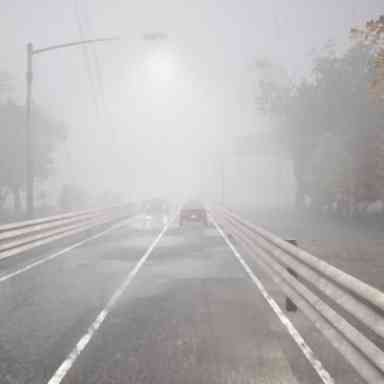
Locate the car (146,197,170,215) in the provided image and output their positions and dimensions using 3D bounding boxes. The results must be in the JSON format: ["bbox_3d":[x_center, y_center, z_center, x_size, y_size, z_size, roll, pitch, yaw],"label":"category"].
[{"bbox_3d":[-3.360,1.335,33.434,2.097,1.767,4.553,0,0,0],"label":"car"}]

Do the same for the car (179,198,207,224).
[{"bbox_3d":[0.092,1.465,24.335,1.882,1.535,5.008,0,0,0],"label":"car"}]

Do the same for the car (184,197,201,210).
[{"bbox_3d":[0.074,1.470,42.562,2.128,1.511,4.902,0,0,0],"label":"car"}]
